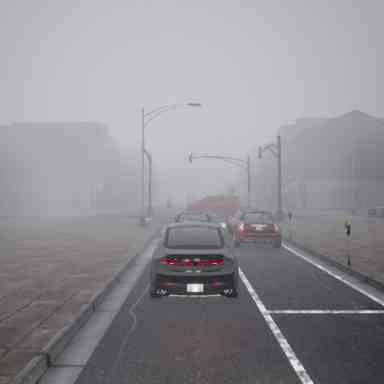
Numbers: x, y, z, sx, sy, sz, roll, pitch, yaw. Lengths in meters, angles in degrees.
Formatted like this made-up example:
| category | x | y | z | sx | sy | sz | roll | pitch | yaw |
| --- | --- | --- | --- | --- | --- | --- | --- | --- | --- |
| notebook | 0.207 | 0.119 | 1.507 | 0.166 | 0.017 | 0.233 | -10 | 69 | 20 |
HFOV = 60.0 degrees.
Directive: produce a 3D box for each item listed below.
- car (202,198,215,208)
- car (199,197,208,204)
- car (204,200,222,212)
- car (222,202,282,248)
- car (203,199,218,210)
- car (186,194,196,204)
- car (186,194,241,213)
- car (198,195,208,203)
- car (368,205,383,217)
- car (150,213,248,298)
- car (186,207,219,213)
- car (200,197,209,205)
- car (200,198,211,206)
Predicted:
| category | x | y | z | sx | sy | sz | roll | pitch | yaw |
| --- | --- | --- | --- | --- | --- | --- | --- | --- | --- |
| car | 2.547 | 1.703 | 52.742 | 1.752 | 1.417 | 4.829 | 1 | 0 | 0 |
| car | 2.501 | 1.892 | 74.492 | 1.752 | 1.417 | 4.829 | 1 | -1 | 0 |
| car | 2.569 | 1.673 | 41.698 | 1.947 | 1.339 | 4.313 | 1 | 0 | 0 |
| car | 2.630 | 1.457 | 14.952 | 1.967 | 1.590 | 4.097 | 2 | 0 | 0 |
| car | 2.557 | 1.705 | 47.135 | 1.947 | 1.339 | 4.313 | 1 | 0 | 0 |
| car | -0.149 | 1.558 | 71.827 | 2.150 | 2.045 | 5.566 | 0 | -1 | 0 |
| car | 2.165 | 1.323 | 32.027 | 5.566 | 2.045 | 2.150 | 0 | 2 | 31 |
| car | 2.494 | 1.735 | 79.763 | 2.192 | 1.841 | 5.009 | 1 | -1 | 0 |
| car | 18.154 | 1.628 | 29.787 | 4.181 | 1.385 | 1.994 | 0 | -2 | 0 |
| car | 0.022 | 1.512 | 8.527 | 1.837 | 1.490 | 4.892 | 0 | 0 | -1 |
| car | 0.060 | 1.619 | 16.032 | 1.895 | 1.301 | 4.718 | 0 | 0 | 0 |
| car | 2.512 | 1.840 | 69.054 | 1.752 | 1.417 | 4.829 | 1 | -1 | 0 |
| car | 2.523 | 1.830 | 63.447 | 1.947 | 1.339 | 4.313 | 1 | -1 | 0 |
